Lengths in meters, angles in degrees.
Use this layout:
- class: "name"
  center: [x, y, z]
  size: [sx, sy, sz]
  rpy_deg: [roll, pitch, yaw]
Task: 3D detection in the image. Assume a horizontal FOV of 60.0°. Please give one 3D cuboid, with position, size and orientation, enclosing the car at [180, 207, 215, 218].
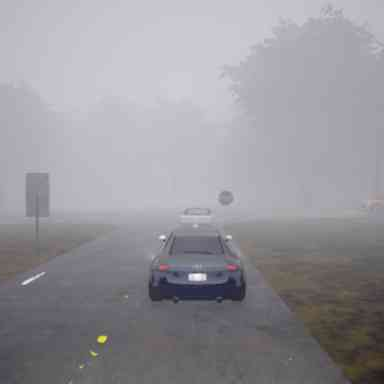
- class: "car"
  center: [0.450, 1.616, 21.109]
  size: [1.895, 1.301, 4.718]
  rpy_deg: [0, 0, 6]

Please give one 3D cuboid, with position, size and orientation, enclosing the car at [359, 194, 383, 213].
- class: "car"
  center: [18.369, 0.988, 31.558]
  size: [4.553, 1.767, 2.097]
  rpy_deg: [-1, 1, 0]

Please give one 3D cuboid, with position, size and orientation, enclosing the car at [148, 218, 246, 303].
- class: "car"
  center: [0.099, 1.565, 8.242]
  size: [1.994, 1.385, 4.181]
  rpy_deg: [0, 0, 0]
